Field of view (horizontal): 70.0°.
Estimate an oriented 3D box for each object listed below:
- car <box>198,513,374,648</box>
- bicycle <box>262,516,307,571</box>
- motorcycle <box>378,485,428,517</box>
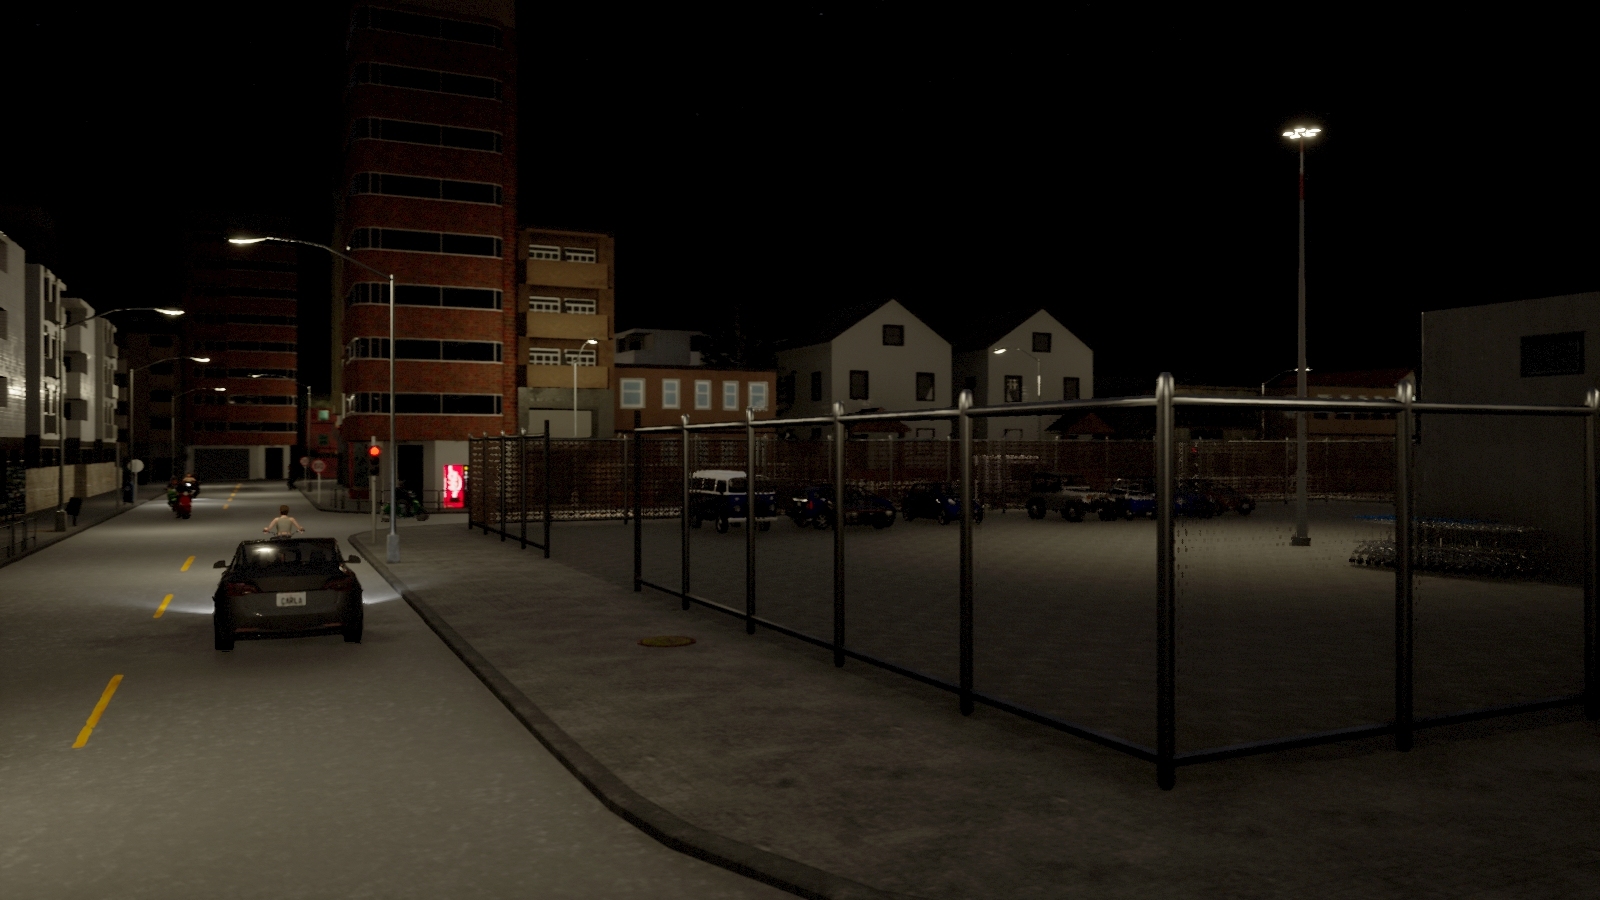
[{"bbox_3d":[-7.903,1.854,17.601,2.163,1.488,4.792,0,0,-25],"label":"car"},{"bbox_3d":[-11.395,2.051,25.230,0.859,1.080,1.487,0,0,-25],"label":"bicycle"},{"bbox_3d":[-15.414,1.982,44.389,1.805,1.236,0.856,0,-3,-16],"label":"motorcycle"}]
